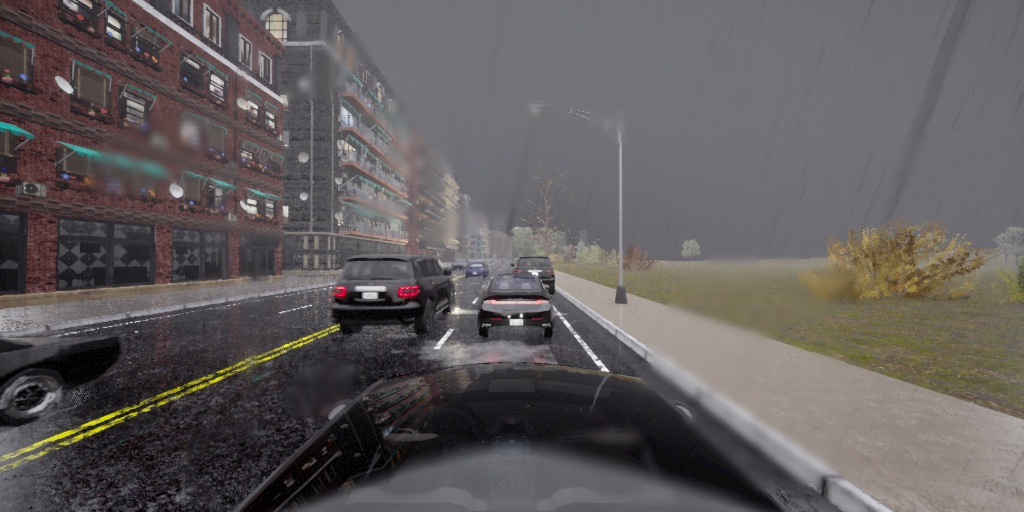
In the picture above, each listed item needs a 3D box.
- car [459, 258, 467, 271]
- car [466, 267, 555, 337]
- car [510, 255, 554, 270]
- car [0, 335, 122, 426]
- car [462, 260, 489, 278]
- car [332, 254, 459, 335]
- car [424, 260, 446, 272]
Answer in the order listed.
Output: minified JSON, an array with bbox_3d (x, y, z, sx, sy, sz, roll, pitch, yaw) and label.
[{"bbox_3d":[-6.642,1.103,46.358,2.097,1.767,4.553,0,0,0],"label":"car"},{"bbox_3d":[0.092,1.243,10.292,2.128,1.511,4.902,0,0,0],"label":"car"},{"bbox_3d":[1.120,0.977,20.162,2.150,2.045,5.566,0,0,0],"label":"car"},{"bbox_3d":[-6.601,1.351,2.922,1.895,1.301,4.718,0,0,0],"label":"car"},{"bbox_3d":[-3.180,1.277,33.071,1.812,1.442,4.674,0,0,0],"label":"car"},{"bbox_3d":[-3.158,0.973,10.669,2.150,2.045,5.566,0,0,0],"label":"car"},{"bbox_3d":[-9.893,1.276,46.176,1.812,1.442,4.674,0,0,0],"label":"car"}]
